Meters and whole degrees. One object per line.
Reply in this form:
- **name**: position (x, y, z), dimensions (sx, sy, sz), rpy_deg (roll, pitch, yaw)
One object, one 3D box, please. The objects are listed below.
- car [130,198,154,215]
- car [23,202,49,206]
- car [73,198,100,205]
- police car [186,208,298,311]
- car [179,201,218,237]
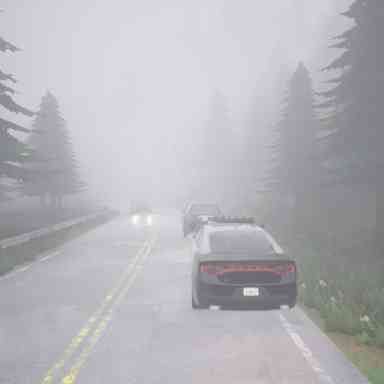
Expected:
- **car**: position (-5.237, 1.583, 34.232), dimensions (1.895, 1.301, 4.718), rpy_deg (-1, 0, -13)
- **car**: position (-26.175, 2.382, 56.167), dimensions (5.357, 1.411, 2.033), rpy_deg (-3, 3, 27)
- **car**: position (-17.589, 1.763, 55.356), dimensions (4.902, 1.511, 2.128), rpy_deg (-3, 3, 27)
- **police car**: position (0.905, 1.408, 7.967), dimensions (1.930, 1.638, 5.238), rpy_deg (0, 0, -1)
- **car**: position (0.531, 1.312, 17.938), dimensions (2.097, 1.767, 4.553), rpy_deg (0, 0, -3)
